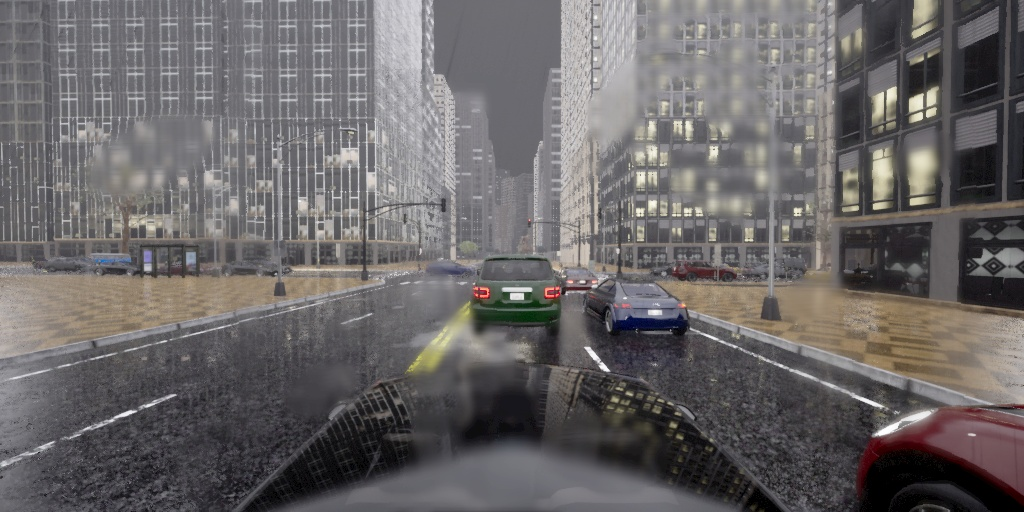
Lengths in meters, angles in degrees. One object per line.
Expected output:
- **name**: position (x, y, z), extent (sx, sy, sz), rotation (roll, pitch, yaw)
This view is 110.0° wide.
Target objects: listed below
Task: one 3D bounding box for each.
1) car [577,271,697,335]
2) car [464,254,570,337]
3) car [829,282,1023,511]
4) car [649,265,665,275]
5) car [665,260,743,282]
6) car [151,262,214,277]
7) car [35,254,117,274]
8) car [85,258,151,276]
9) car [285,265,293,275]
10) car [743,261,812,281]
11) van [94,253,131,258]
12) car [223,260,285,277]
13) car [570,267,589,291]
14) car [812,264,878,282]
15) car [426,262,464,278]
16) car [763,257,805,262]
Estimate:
- **car**: position (3.374, 1.310, 10.508), extent (1.994, 1.385, 4.181), rotation (0, 0, -1)
- **car**: position (0.118, 0.967, 10.415), extent (2.150, 2.045, 5.566), rotation (0, 0, 0)
- **car**: position (3.344, 1.103, 0.464), extent (2.097, 1.767, 4.553), rotation (0, 0, 0)
- **car**: position (16.486, 1.367, 36.343), extent (4.892, 1.490, 1.837), rotation (0, 1, -1)
- **car**: position (16.253, 1.269, 30.542), extent (5.009, 1.841, 2.192), rotation (0, 0, 1)
- **car**: position (-28.354, 1.138, 31.295), extent (4.207, 1.307, 1.802), rotation (0, 0, 1)
- **car**: position (-41.597, 0.883, 34.295), extent (4.902, 1.511, 2.128), rotation (1, 1, 1)
- **car**: position (-34.034, 1.069, 31.480), extent (4.313, 1.339, 1.948), rotation (0, 0, 1)
- **car**: position (-23.155, 1.124, 33.870), extent (4.181, 1.385, 1.994), rotation (0, 1, 1)
- **car**: position (23.962, 1.471, 32.972), extent (4.902, 1.511, 2.128), rotation (1, 1, 1)
- **van**: position (-45.208, 0.605, 40.163), extent (3.998, 1.789, 1.690), rotation (0, 0, 1)
- **car**: position (-22.670, 1.174, 31.150), extent (4.313, 1.339, 1.948), rotation (0, 0, 1)
- **car**: position (3.390, 1.288, 19.750), extent (2.033, 1.411, 5.357), rotation (0, 0, 0)
- **car**: position (27.701, 1.578, 30.322), extent (4.829, 1.417, 1.751), rotation (0, 0, 1)
- **car**: position (-5.602, 1.244, 33.502), extent (4.674, 1.442, 1.812), rotation (0, 1, 1)
- **car**: position (26.563, 1.172, 36.122), extent (5.566, 2.045, 2.150), rotation (1, 1, 1)
